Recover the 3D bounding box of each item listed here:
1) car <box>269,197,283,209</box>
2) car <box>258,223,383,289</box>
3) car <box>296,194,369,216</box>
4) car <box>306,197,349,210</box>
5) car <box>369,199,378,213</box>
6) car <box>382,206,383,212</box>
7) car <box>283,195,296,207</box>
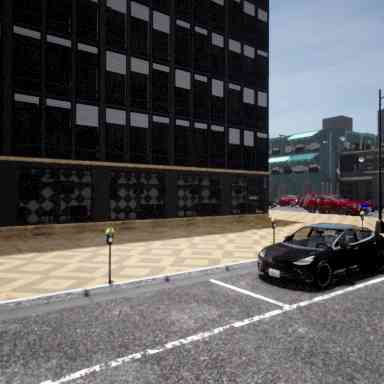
[{"bbox_3d":[7.995,1.171,39.561,1.837,1.490,4.892,0,1,-36],"label":"car"},{"bbox_3d":[3.743,1.566,9.222,4.313,1.339,1.947,0,0,-35],"label":"car"},{"bbox_3d":[12.272,1.101,29.376,2.192,1.841,5.009,1,0,-36],"label":"car"},{"bbox_3d":[15.740,1.341,38.805,1.802,1.307,4.206,1,0,-36],"label":"car"},{"bbox_3d":[14.236,1.322,31.052,1.812,1.442,4.674,0,1,-38],"label":"car"},{"bbox_3d":[19.022,1.372,34.336,1.887,1.381,4.507,1,0,-36],"label":"car"},{"bbox_3d":[12.459,1.130,43.278,1.967,1.590,4.097,1,0,-36],"label":"car"}]
